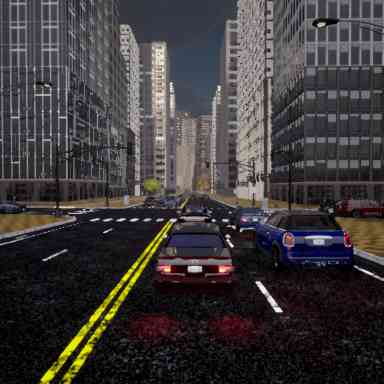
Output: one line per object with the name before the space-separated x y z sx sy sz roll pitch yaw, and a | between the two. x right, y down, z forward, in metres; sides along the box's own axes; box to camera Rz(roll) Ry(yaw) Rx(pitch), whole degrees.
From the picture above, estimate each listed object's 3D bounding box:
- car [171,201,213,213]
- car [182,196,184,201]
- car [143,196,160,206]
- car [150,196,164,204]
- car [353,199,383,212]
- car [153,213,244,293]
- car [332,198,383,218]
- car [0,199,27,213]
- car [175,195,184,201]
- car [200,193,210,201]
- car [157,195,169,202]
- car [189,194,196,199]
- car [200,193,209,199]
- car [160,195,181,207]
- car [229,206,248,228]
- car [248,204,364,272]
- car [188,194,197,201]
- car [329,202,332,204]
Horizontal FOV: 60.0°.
car | 0.135 1.481 18.719 2.128 1.511 4.902 0 0 0
car | -3.123 1.541 69.548 1.895 1.301 4.718 0 0 0
car | -6.498 1.466 52.493 1.837 1.490 4.892 0 0 0
car | -6.446 1.497 62.373 2.033 1.411 5.357 0 0 0
car | 21.881 1.640 39.279 4.829 1.417 1.752 1 0 1
car | 0.110 1.543 8.974 2.033 1.411 5.357 0 0 1
car | 16.258 1.517 31.003 5.009 1.841 2.192 1 0 1
car | -19.952 1.384 34.257 5.357 1.411 2.033 1 1 1
car | -3.099 1.416 82.958 1.837 1.490 4.892 0 0 0
car | 3.401 1.392 81.814 1.882 1.535 5.008 0 0 0
car | -6.367 1.475 73.043 2.033 1.411 5.357 0 0 0
car | 0.169 1.278 92.240 2.033 1.411 5.357 0 0 0
car | 3.419 1.093 92.203 2.097 1.767 4.553 0 0 0
car | -3.229 1.315 50.653 2.097 1.767 4.553 0 0 -1
car | 3.388 1.536 20.329 2.033 1.411 5.357 0 0 0
car | 3.369 1.347 10.944 2.097 1.767 4.553 0 0 0
car | 0.150 1.414 81.823 1.837 1.490 4.892 0 0 0
car | 16.482 1.614 36.811 4.892 1.490 1.837 0 1 -1
